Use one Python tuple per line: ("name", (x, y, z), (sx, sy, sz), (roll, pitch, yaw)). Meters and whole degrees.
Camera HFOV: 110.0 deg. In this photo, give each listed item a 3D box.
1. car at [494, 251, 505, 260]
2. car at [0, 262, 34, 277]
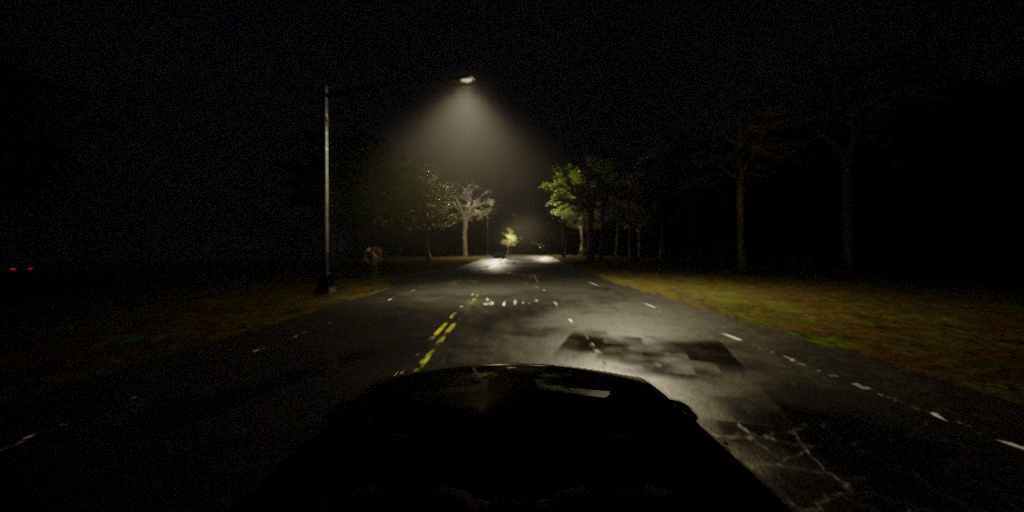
("car", (-2.232, -0.122, 64.894), (1.812, 1.442, 4.674), (0, 2, 2))
("car", (-49.467, 1.263, 34.476), (5.357, 1.411, 2.033), (0, 0, 2))
